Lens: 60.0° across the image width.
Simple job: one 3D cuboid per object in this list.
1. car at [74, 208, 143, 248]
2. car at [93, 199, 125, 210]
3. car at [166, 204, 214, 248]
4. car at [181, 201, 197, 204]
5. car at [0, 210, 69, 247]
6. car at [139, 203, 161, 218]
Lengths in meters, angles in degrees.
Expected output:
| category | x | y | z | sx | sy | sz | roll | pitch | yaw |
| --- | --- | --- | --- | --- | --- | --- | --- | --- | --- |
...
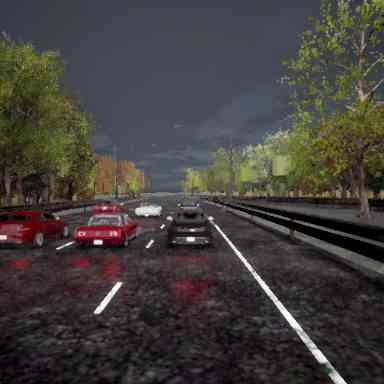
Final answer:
| category | x | y | z | sx | sy | sz | roll | pitch | yaw |
| --- | --- | --- | --- | --- | --- | --- | --- | --- | --- |
| car | -3.576 | 1.619 | 14.835 | 1.895 | 1.301 | 4.718 | 0 | 0 | -1 |
| car | -7.298 | 1.379 | 29.757 | 2.097 | 1.767 | 4.553 | 0 | 0 | -1 |
| car | -0.075 | 1.519 | 14.840 | 1.837 | 1.490 | 4.892 | 0 | 0 | -1 |
| car | -0.300 | 1.508 | 29.925 | 2.128 | 1.511 | 4.902 | 0 | 0 | -1 |
| car | -7.075 | 1.536 | 14.770 | 1.812 | 1.442 | 4.674 | 0 | 0 | -1 |
| car | -3.799 | 1.629 | 29.886 | 1.895 | 1.301 | 4.718 | 0 | 0 | -1 |
